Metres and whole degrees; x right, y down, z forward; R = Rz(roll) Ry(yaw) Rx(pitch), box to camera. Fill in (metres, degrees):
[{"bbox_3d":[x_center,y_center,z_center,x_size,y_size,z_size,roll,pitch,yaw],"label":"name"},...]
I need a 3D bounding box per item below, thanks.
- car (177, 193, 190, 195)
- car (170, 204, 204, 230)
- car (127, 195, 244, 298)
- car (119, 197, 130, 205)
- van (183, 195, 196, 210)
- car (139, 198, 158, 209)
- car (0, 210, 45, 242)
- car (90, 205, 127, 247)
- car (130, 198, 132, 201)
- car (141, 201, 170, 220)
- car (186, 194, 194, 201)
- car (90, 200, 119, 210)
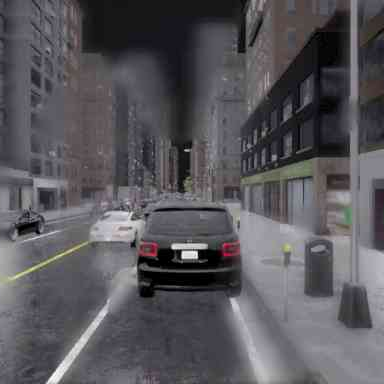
[{"bbox_3d":[-0.287,1.316,38.459,2.192,1.841,5.009,0,0,0],"label":"car"},{"bbox_3d":[-0.287,1.551,21.888,2.008,1.369,4.403,0,0,0],"label":"car"},{"bbox_3d":[-0.039,1.228,8.680,2.150,2.045,5.566,0,0,0],"label":"car"},{"bbox_3d":[-8.813,1.566,38.453,1.947,1.339,4.313,0,0,0],"label":"car"},{"bbox_3d":[-0.287,1.342,43.983,1.690,1.788,3.998,0,0,0],"label":"van"},{"bbox_3d":[-6.145,1.604,47.775,2.033,1.411,5.357,0,0,0],"label":"car"},{"bbox_3d":[-8.813,1.566,16.352,1.947,1.339,4.313,0,0,0],"label":"car"},{"bbox_3d":[-3.145,1.534,14.775,1.812,1.442,4.674,0,0,0],"label":"car"},{"bbox_3d":[-8.813,1.441,43.978,1.967,1.590,4.097,0,0,0],"label":"car"},{"bbox_3d":[-3.145,1.564,29.775,2.033,1.411,5.357,0,0,0],"label":"car"},{"bbox_3d":[-0.572,1.469,87.873,1.967,1.590,4.097,0,0,-1],"label":"car"},{"bbox_3d":[-8.813,1.582,32.928,1.802,1.307,4.206,0,0,0],"label":"car"}]
